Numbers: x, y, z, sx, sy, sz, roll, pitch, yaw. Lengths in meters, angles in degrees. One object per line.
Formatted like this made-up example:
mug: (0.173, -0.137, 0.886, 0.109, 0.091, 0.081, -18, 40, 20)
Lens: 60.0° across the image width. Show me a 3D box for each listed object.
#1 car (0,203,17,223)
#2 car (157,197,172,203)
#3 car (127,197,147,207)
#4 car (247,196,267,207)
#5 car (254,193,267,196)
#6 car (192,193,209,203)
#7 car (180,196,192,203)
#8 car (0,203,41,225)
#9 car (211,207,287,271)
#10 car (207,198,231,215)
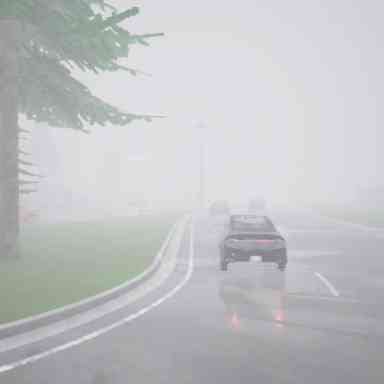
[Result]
car: (-15.230, 1.558, 23.997, 1.994, 1.385, 4.181, 0, 0, 29)
car: (-5.433, 1.580, 65.986, 1.895, 1.301, 4.718, 0, 0, 14)
car: (-8.619, 1.511, 52.443, 1.812, 1.442, 4.674, 0, 0, 13)
car: (7.391, 1.490, 38.084, 1.837, 1.490, 4.892, 0, 0, 11)
car: (13.212, 1.198, 63.948, 2.150, 2.045, 5.566, 0, 0, 13)
car: (2.126, 1.204, 67.576, 2.150, 2.045, 5.566, 0, 0, 13)
car: (-1.128, 1.542, 68.987, 1.994, 1.385, 4.181, 0, 0, 13)
car: (-12.470, 1.474, 21.773, 1.882, 1.535, 5.008, 0, 0, 29)
car: (1.789, 1.487, 10.956, 2.128, 1.511, 4.902, 0, 0, 3)
car: (2.889, 1.552, 32.964, 1.994, 1.385, 4.181, 0, 0, 9)
